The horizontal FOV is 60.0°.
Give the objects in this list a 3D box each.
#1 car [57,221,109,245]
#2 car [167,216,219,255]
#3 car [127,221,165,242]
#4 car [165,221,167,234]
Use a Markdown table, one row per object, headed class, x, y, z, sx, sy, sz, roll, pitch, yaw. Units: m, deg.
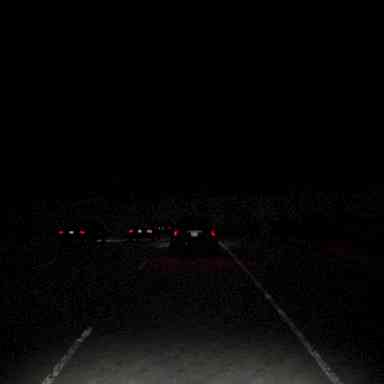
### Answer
| class | x | y | z | sx | sy | sz | roll | pitch | yaw |
| --- | --- | --- | --- | --- | --- | --- | --- | --- | --- |
| car | -6.896 | 2.601 | 21.512 | 2.033 | 1.411 | 5.357 | 0 | -5 | 0 |
| car | 0.103 | 1.961 | 16.143 | 2.097 | 1.767 | 4.553 | 0 | -4 | 0 |
| car | -3.395 | 2.868 | 24.159 | 2.033 | 1.411 | 5.357 | 0 | -6 | 0 |
| car | -3.393 | 4.698 | 41.783 | 2.150 | 2.045 | 5.566 | 0 | -7 | 0 |
